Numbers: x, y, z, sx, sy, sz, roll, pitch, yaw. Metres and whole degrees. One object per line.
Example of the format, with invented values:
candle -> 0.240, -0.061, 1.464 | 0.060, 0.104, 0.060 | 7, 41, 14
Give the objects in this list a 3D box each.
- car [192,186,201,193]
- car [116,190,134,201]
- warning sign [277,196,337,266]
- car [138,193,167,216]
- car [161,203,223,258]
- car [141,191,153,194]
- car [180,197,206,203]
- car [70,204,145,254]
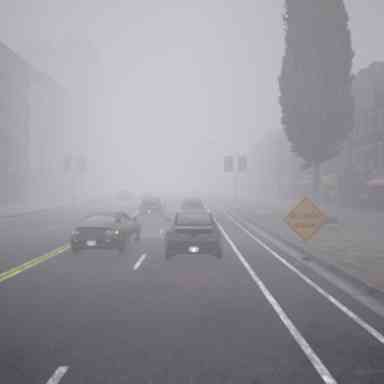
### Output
car -> 1.130, -0.673, 79.346 | 2.097, 1.767, 4.553 | 0, 2, 0
car -> -9.837, 0.515, 48.935 | 1.837, 1.490, 4.892 | 0, 2, 0
warning sign -> 3.211, 1.049, 9.401 | 1.300, 1.860, 1.060 | -1, 0, 0
car -> -3.180, 1.144, 27.422 | 1.837, 1.490, 4.892 | 0, 2, 0
car -> 0.069, 1.406, 12.259 | 1.837, 1.490, 4.892 | 0, 1, 0
car -> -6.591, 0.558, 48.905 | 2.033, 1.411, 5.357 | 0, 2, 0
car -> 0.069, 1.145, 27.390 | 1.837, 1.490, 4.892 | 0, 2, 0
car -> -3.178, 1.418, 12.842 | 1.812, 1.442, 4.674 | 0, 1, 0
